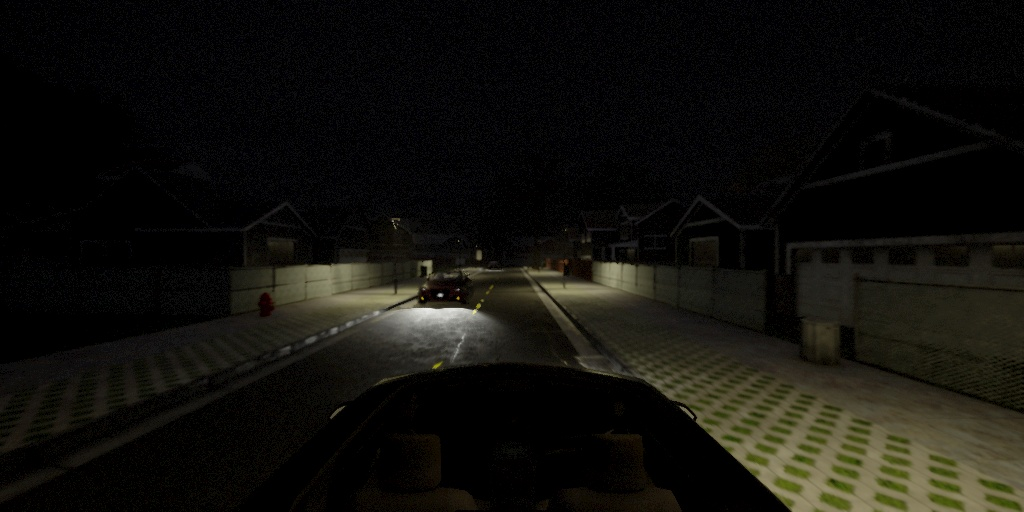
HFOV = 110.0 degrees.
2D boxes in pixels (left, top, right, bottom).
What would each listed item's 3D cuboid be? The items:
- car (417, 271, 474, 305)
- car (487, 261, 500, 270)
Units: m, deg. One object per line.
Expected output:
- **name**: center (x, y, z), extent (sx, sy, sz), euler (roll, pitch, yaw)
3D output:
- **car**: center (-2.846, 1.365, 16.200), extent (1.994, 1.385, 4.181), euler (0, 0, 0)
- **car**: center (-2.784, 1.449, 56.644), extent (2.033, 1.411, 5.357), euler (0, 0, 1)
